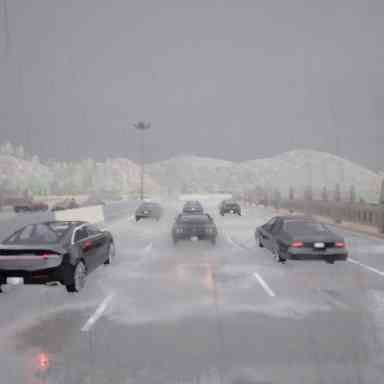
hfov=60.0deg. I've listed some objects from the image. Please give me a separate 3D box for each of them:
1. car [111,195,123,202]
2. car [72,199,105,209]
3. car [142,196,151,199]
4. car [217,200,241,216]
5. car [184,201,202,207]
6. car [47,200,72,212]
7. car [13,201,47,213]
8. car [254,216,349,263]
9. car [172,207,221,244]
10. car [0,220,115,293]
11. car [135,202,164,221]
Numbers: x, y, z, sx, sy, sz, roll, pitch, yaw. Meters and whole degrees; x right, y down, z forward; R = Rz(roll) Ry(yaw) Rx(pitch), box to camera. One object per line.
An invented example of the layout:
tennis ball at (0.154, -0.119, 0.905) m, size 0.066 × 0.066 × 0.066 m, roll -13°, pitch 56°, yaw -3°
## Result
car at (-17.411, 1.500, 77.051) m, size 1.837 × 1.490 × 4.892 m, roll 0°, pitch 0°, yaw 2°
car at (-10.592, 1.506, 35.501) m, size 2.128 × 1.511 × 4.902 m, roll 0°, pitch 0°, yaw 0°
car at (-10.426, 1.615, 76.259) m, size 1.895 × 1.301 × 4.718 m, roll 0°, pitch 0°, yaw 0°
car at (3.600, 1.517, 32.606) m, size 1.837 × 1.490 × 4.892 m, roll 0°, pitch 0°, yaw 0°
car at (0.100, 1.576, 33.215) m, size 1.994 × 1.385 × 4.181 m, roll 0°, pitch 0°, yaw 0°
car at (-14.089, 1.579, 37.271) m, size 1.994 × 1.385 × 4.181 m, roll 0°, pitch 0°, yaw 0°
car at (-17.592, 1.615, 36.483) m, size 1.895 × 1.301 × 4.718 m, roll 0°, pitch 0°, yaw 0°
car at (3.601, 1.552, 11.939) m, size 2.033 × 1.411 × 5.357 m, roll 0°, pitch 0°, yaw 0°
car at (0.100, 1.607, 15.707) m, size 1.895 × 1.301 × 4.718 m, roll 0°, pitch 0°, yaw 0°
car at (-3.400, 1.495, 8.834) m, size 2.128 × 1.511 × 4.902 m, roll 0°, pitch 0°, yaw 0°
car at (-3.399, 1.558, 27.147) m, size 2.033 × 1.411 × 5.357 m, roll 0°, pitch 0°, yaw 0°
